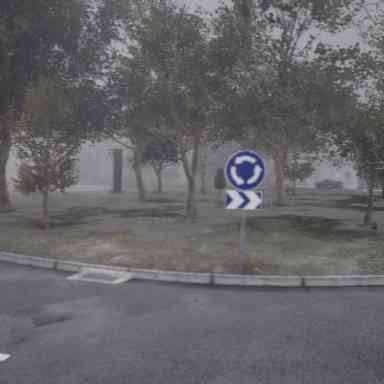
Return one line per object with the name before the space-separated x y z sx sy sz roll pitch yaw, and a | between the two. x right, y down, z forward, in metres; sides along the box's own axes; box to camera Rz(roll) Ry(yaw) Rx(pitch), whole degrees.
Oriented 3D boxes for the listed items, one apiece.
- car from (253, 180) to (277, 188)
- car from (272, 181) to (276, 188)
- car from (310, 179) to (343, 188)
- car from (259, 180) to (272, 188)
car | 18.264 -1.988 83.091 5.566 2.045 2.435 2 1 7
car | 16.873 -1.976 80.430 5.566 2.045 2.435 2 1 6
car | 20.370 -1.180 49.769 1.837 1.490 4.892 1 2 -18
car | 15.575 -1.708 77.771 4.892 1.521 2.231 2 1 6
